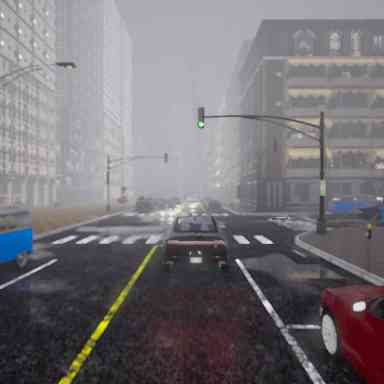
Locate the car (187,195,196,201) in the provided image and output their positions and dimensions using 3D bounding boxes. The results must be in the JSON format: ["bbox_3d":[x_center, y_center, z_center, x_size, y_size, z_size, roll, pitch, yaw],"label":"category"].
[{"bbox_3d":[-0.003,1.464,81.293,2.128,1.511,4.902,0,0,0],"label":"car"}]

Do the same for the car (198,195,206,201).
[{"bbox_3d":[2.682,1.651,90.736,1.887,1.381,4.507,0,0,0],"label":"car"}]

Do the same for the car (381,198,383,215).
[{"bbox_3d":[19.141,1.236,28.579,4.829,1.417,1.752,-1,1,0],"label":"car"}]

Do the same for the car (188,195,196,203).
[{"bbox_3d":[-0.004,1.659,71.317,1.895,1.301,4.718,0,0,0],"label":"car"}]

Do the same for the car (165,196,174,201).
[{"bbox_3d":[-5.698,1.640,85.208,1.887,1.381,4.507,0,0,0],"label":"car"}]

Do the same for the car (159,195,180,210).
[{"bbox_3d":[-3.090,1.521,42.462,2.128,1.511,4.902,0,0,0],"label":"car"}]

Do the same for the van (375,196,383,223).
[{"bbox_3d":[13.730,1.162,20.163,3.998,1.788,1.690,-1,1,0],"label":"van"}]

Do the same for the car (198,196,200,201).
[{"bbox_3d":[2.683,1.632,68.625,1.947,1.339,4.313,0,0,0],"label":"car"}]

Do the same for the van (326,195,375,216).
[{"bbox_3d":[13.708,1.127,28.543,3.998,1.788,1.690,-1,1,0],"label":"van"}]

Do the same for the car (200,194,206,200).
[{"bbox_3d":[2.683,1.481,52.042,1.967,1.590,4.097,0,0,0],"label":"car"}]

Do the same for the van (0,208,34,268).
[{"bbox_3d":[-5.695,1.344,8.597,1.690,1.788,3.998,0,0,0],"label":"van"}]

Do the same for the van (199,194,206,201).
[{"bbox_3d":[2.681,1.437,85.208,1.690,1.788,3.998,0,0,0],"label":"van"}]

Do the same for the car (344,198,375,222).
[{"bbox_3d":[13.872,1.354,23.056,5.357,1.411,2.033,-1,0,4],"label":"car"}]

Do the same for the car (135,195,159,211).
[{"bbox_3d":[-5.697,1.344,40.988,2.192,1.841,5.009,0,0,0],"label":"car"}]

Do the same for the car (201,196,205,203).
[{"bbox_3d":[2.684,1.579,46.514,1.887,1.381,4.507,0,0,0],"label":"car"}]

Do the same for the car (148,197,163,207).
[{"bbox_3d":[-5.696,1.585,52.042,1.887,1.381,4.507,0,0,0],"label":"car"}]

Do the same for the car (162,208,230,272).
[{"bbox_3d":[0.100,1.495,10.733,2.128,1.511,4.902,0,0,0],"label":"car"}]

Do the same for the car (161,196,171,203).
[{"bbox_3d":[-5.698,1.600,73.983,1.752,1.417,4.829,0,0,0],"label":"car"}]

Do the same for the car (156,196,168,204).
[{"bbox_3d":[-5.698,1.496,63.098,1.967,1.590,4.097,0,0,0],"label":"car"}]

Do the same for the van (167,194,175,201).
[{"bbox_3d":[-5.699,1.447,90.737,1.690,1.788,3.998,0,0,0],"label":"van"}]

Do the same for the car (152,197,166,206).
[{"bbox_3d":[-5.697,1.614,57.570,1.947,1.339,4.313,0,0,0],"label":"car"}]

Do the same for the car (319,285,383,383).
[{"bbox_3d":[2.686,1.546,3.074,1.887,1.381,4.507,0,0,0],"label":"car"}]

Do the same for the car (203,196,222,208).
[{"bbox_3d":[2.684,1.574,40.987,1.887,1.381,4.507,0,0,0],"label":"car"}]

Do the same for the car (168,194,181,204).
[{"bbox_3d":[-3.030,1.530,60.376,1.882,1.535,5.008,0,0,1],"label":"car"}]
